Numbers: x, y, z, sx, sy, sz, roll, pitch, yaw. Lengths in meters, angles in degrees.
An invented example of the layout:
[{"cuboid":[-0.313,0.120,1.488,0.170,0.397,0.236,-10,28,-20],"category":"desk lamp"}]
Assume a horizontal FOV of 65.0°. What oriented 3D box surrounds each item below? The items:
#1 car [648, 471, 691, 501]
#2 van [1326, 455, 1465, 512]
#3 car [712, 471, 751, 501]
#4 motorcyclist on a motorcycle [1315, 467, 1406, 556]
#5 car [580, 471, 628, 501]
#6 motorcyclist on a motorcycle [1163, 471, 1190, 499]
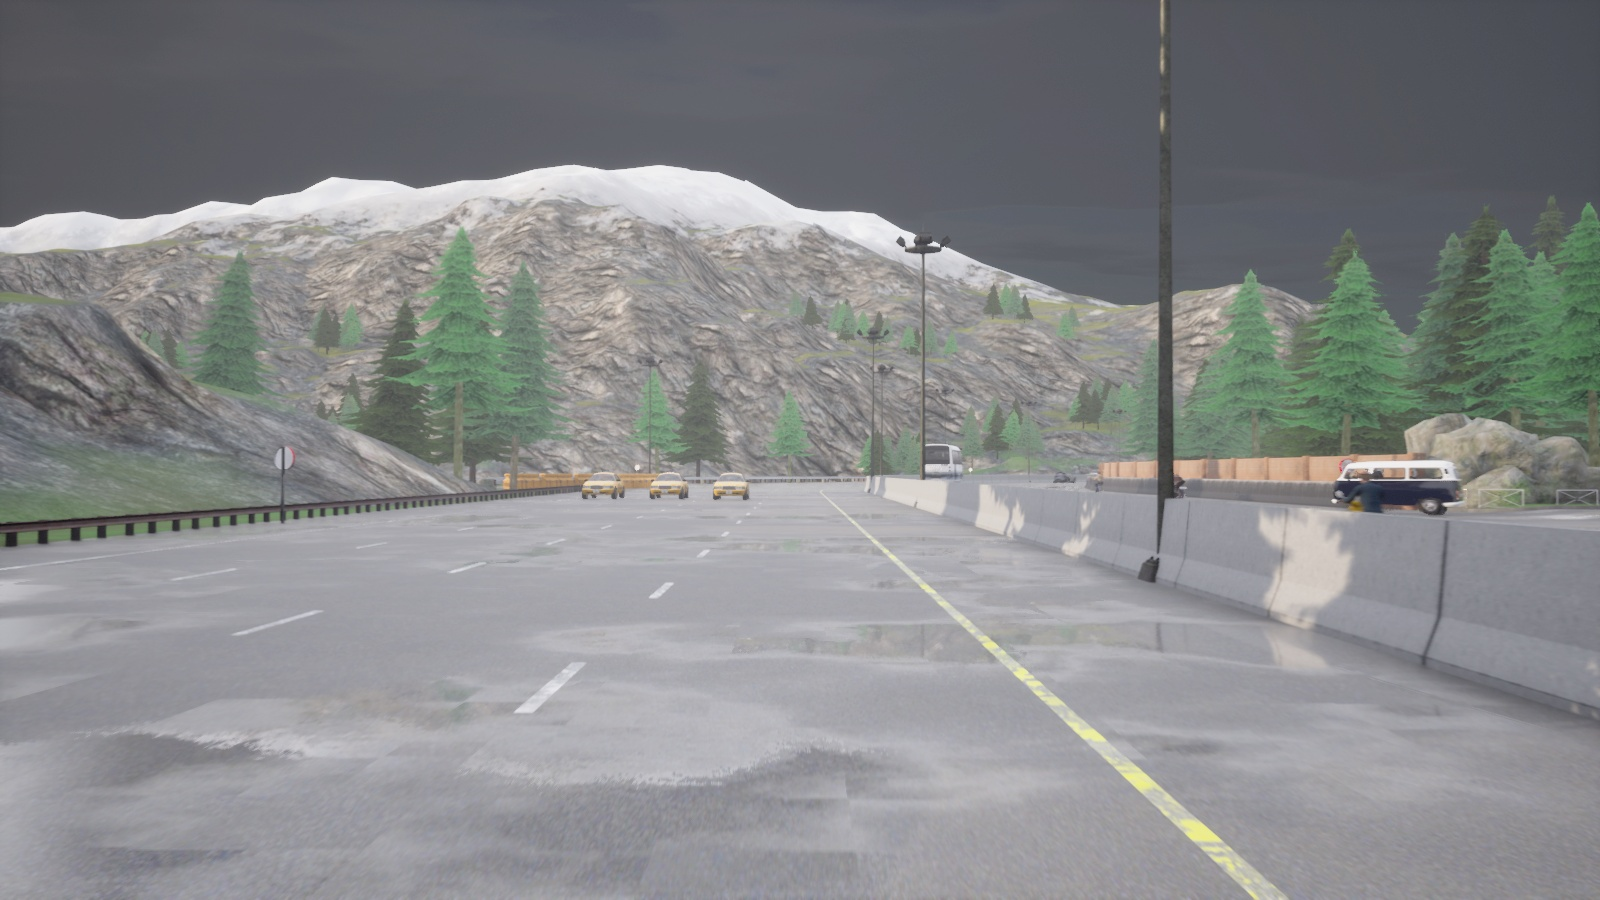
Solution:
[{"cuboid":[-7.169,1.944,69.408,1.801,1.575,5.366,0,-1,0],"category":"car"},{"cuboid":[22.734,1.249,47.992,4.480,2.038,2.069,-1,0,36],"category":"van"},{"cuboid":[-3.664,1.902,67.755,1.801,1.575,5.366,0,-1,0],"category":"car"},{"cuboid":[10.443,1.119,23.482,0.866,1.590,1.817,0,-1,0],"category":"motorcyclist on a motorcycle"},{"cuboid":[-10.667,1.945,68.645,1.801,1.575,5.366,0,-1,0],"category":"car"},{"cuboid":[20.839,1.930,69.550,0.866,1.530,2.191,0,-1,0],"category":"motorcyclist on a motorcycle"}]
